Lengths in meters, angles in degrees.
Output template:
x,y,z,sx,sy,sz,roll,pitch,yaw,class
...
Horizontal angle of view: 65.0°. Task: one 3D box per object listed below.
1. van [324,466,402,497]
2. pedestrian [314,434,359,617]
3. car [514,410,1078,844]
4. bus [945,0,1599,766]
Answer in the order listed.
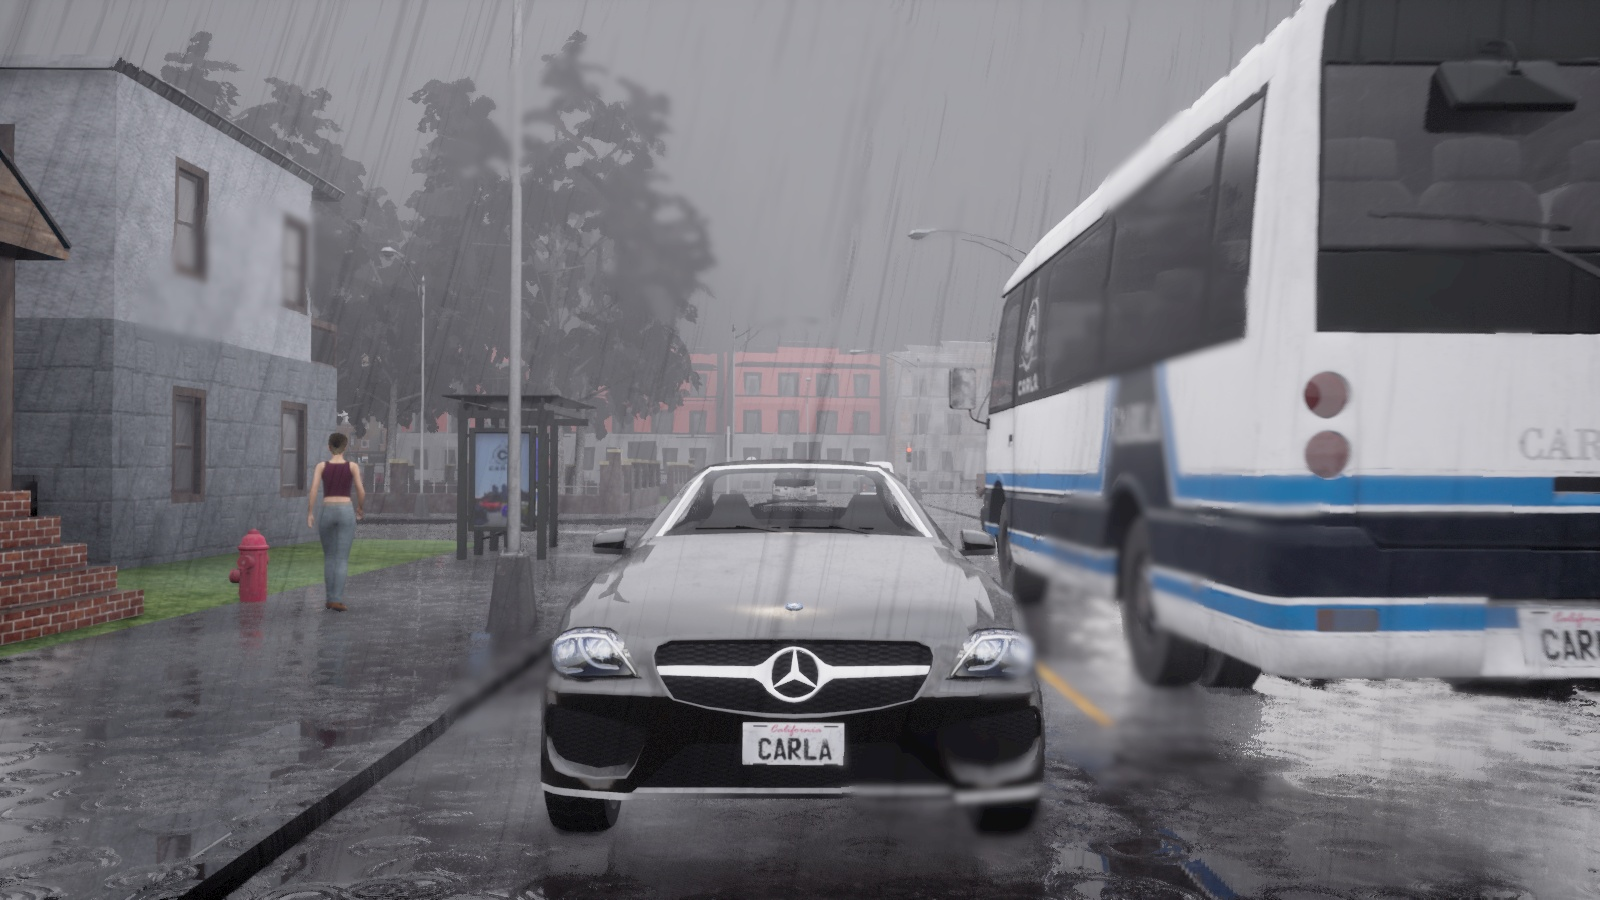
x,y,z,sx,sy,sz,roll,pitch,yaw,class
-28.225,2.041,81.259,4.442,1.987,1.775,0,-1,0,van
-4.778,0.760,12.951,0.345,1.836,0.594,0,-1,-11,pedestrian
-0.029,0.716,7.320,2.152,1.651,5.027,0,-1,0,car
3.953,-0.380,11.803,3.944,4.253,10.273,0,-1,0,bus
